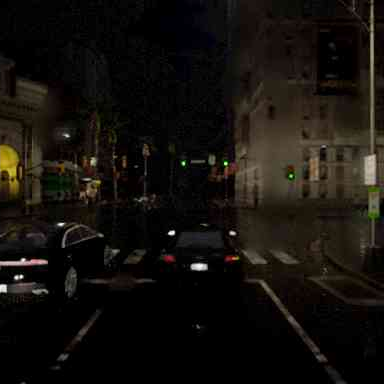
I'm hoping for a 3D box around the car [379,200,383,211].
[{"bbox_3d":[22.060,1.562,34.610,4.181,1.385,1.994,0,0,0],"label":"car"}]

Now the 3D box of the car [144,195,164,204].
[{"bbox_3d":[-7.015,1.484,61.458,2.128,1.511,4.902,0,0,0],"label":"car"}]

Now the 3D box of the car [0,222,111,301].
[{"bbox_3d":[-3.411,1.490,8.310,2.128,1.511,4.902,0,0,0],"label":"car"}]

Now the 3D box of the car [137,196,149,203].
[{"bbox_3d":[-10.514,1.515,71.708,1.812,1.442,4.674,0,0,0],"label":"car"}]

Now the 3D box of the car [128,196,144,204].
[{"bbox_3d":[-10.515,1.539,61.729,2.033,1.411,5.357,0,0,0],"label":"car"}]

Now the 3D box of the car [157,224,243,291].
[{"bbox_3d":[0.269,1.563,9.098,1.994,1.385,4.181,0,0,3],"label":"car"}]

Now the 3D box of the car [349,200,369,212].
[{"bbox_3d":[20.617,1.598,38.102,4.718,1.301,1.895,0,0,0],"label":"car"}]

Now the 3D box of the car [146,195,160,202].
[{"bbox_3d":[-9.670,1.515,81.914,2.128,1.511,4.902,0,0,10],"label":"car"}]

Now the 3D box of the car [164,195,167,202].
[{"bbox_3d":[-7.012,1.515,71.506,1.812,1.442,4.674,0,0,0],"label":"car"}]

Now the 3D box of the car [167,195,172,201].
[{"bbox_3d":[-6.169,1.468,81.618,1.882,1.535,5.008,0,0,10],"label":"car"}]
